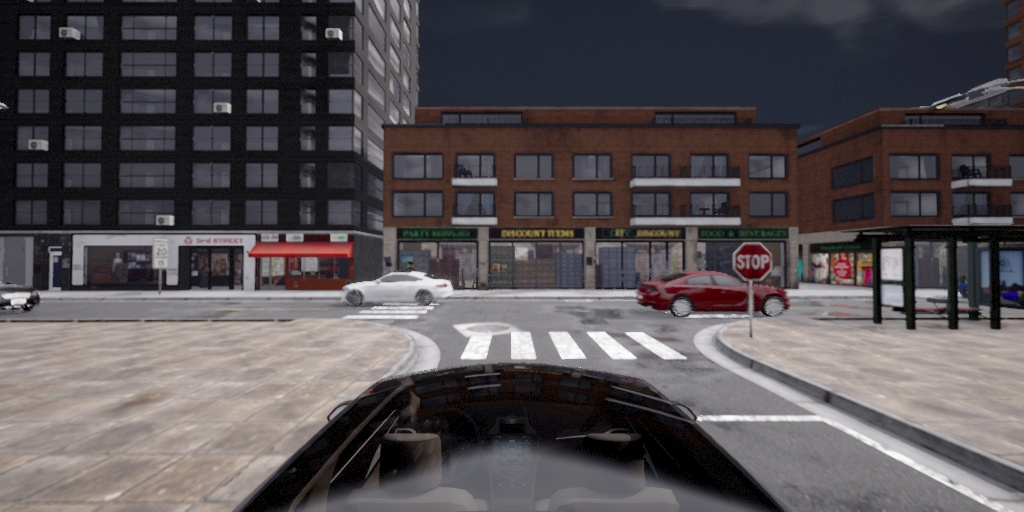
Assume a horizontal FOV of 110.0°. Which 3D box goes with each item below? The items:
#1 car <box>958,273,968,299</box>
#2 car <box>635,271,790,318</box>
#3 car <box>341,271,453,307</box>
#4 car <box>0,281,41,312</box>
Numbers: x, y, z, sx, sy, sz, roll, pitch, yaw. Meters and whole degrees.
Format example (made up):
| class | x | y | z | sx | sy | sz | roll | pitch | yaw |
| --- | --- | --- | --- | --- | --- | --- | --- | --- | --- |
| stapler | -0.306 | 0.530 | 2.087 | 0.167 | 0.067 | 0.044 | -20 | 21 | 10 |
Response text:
| class | x | y | z | sx | sy | sz | roll | pitch | yaw |
| --- | --- | --- | --- | --- | --- | --- | --- | --- | --- |
| car | 23.237 | 1.040 | 15.753 | 5.566 | 2.045 | 2.150 | 0 | -1 | 0 |
| car | 7.019 | 1.286 | 12.739 | 5.008 | 1.535 | 1.882 | 0 | -1 | 0 |
| car | -4.931 | 1.397 | 15.651 | 4.674 | 1.442 | 1.812 | 0 | -1 | 0 |
| car | -19.841 | 1.346 | 12.648 | 4.902 | 1.511 | 2.128 | 0 | -1 | 0 |
